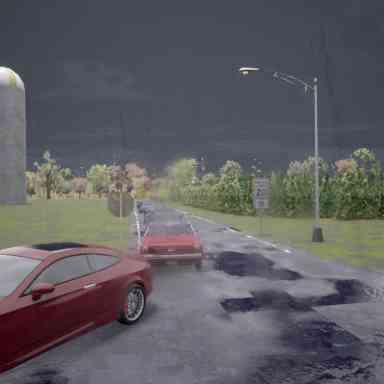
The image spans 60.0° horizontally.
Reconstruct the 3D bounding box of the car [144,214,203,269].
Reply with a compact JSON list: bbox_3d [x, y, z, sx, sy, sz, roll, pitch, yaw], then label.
[{"bbox_3d":[-0.743,1.665,11.376,1.895,1.301,4.718,-1,0,-5],"label":"car"}]

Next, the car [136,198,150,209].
[{"bbox_3d":[-7.841,1.789,52.795,2.033,1.411,5.357,-1,0,-11],"label":"car"}]

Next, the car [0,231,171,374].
[{"bbox_3d":[-2.392,1.557,5.059,1.812,1.442,4.674,0,-1,29],"label":"car"}]

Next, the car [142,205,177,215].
[{"bbox_3d":[-1.459,1.650,17.822,1.994,1.385,4.181,-1,0,-10],"label":"car"}]

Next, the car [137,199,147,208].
[{"bbox_3d":[-4.998,1.738,37.725,1.994,1.385,4.181,-1,0,-11],"label":"car"}]

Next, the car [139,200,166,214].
[{"bbox_3d":[-2.444,1.602,23.519,2.128,1.511,4.902,-1,0,-10],"label":"car"}]
